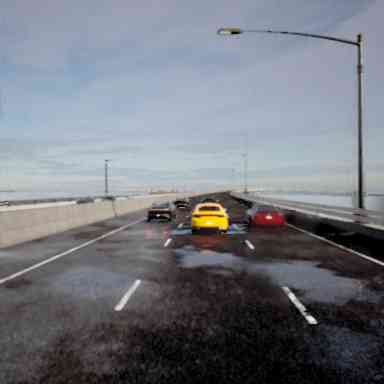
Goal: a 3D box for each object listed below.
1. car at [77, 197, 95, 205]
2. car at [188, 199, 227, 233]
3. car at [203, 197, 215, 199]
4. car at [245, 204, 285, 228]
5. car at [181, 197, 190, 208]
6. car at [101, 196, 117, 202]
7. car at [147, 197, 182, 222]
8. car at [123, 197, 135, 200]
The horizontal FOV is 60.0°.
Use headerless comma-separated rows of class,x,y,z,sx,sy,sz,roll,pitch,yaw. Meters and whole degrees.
car,-18.195,1.561,57.274,1.994,1.385,4.181,-1,0,4
car,0.988,1.410,19.347,1.882,1.535,5.008,-1,0,3
car,1.900,1.342,37.939,1.882,1.535,5.008,-1,0,3
car,4.588,1.455,21.418,1.994,1.385,4.181,-1,0,3
car,-1.296,1.366,44.152,2.128,1.511,4.902,-1,0,3
car,-14.602,1.482,58.653,1.812,1.442,4.674,-1,0,4
car,-2.243,1.437,25.781,2.128,1.511,4.902,-1,0,3
car,-11.104,1.522,58.477,1.895,1.301,4.718,-1,0,4
